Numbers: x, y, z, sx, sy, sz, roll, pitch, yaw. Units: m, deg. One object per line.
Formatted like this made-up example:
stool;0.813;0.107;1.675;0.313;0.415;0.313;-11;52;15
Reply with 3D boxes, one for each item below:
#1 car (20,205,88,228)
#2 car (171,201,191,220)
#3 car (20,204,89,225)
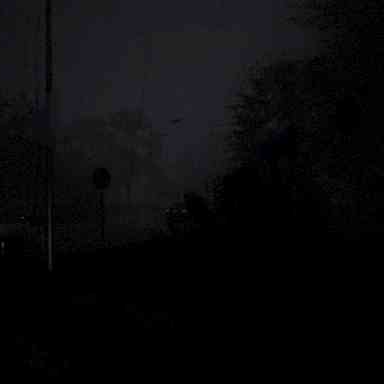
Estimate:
car;-10.295;1.897;25.130;1.895;1.301;4.718;-1;-1;32
car;-0.178;1.561;27.859;2.097;1.767;4.553;-1;-1;32
car;-11.874;1.891;29.183;2.033;1.411;5.357;-1;-1;32
